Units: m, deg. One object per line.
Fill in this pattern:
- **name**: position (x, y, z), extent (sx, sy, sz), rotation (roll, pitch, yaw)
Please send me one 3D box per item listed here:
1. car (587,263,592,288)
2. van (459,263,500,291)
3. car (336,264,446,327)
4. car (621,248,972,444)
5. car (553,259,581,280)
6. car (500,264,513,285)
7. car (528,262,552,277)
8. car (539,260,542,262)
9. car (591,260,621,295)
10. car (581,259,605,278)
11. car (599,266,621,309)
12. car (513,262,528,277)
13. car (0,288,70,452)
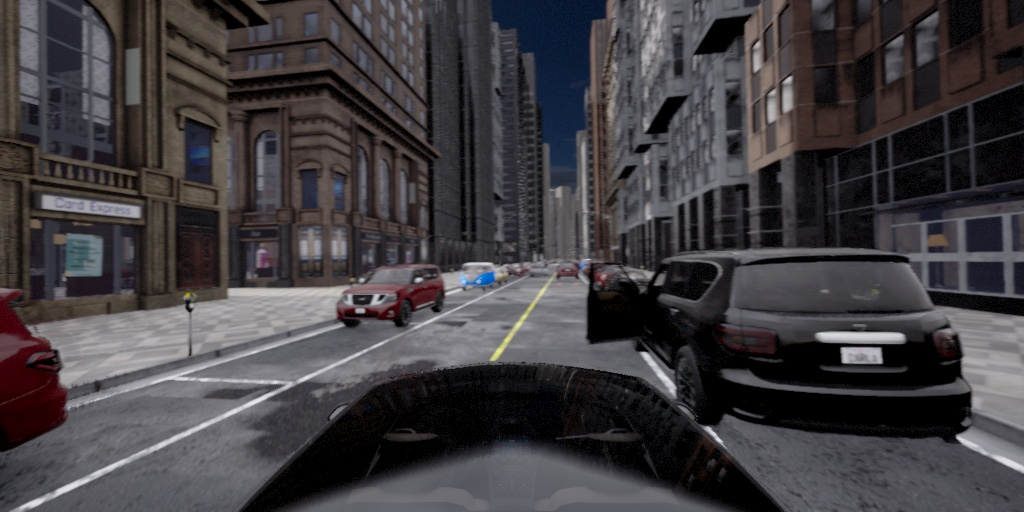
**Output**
- **car**: position (7.089, 1.442, 27.861), extent (1.802, 1.307, 4.207), rotation (0, 0, 9)
- **van**: position (-2.180, 1.333, 23.585), extent (1.690, 1.789, 3.998), rotation (0, 0, 9)
- **car**: position (-3.860, 1.235, 12.509), extent (2.192, 1.841, 5.009), rotation (0, 0, 9)
- **car**: position (3.329, 0.944, 5.653), extent (2.150, 2.045, 5.566), rotation (-1, -1, 9)
- **car**: position (5.412, 1.310, 34.859), extent (2.097, 1.767, 4.553), rotation (-1, -1, 9)
- **car**: position (-1.366, 1.554, 28.955), extent (1.751, 1.417, 4.829), rotation (0, 0, 9)
- **car**: position (3.070, 1.653, 40.203), extent (1.895, 1.301, 4.718), rotation (-1, -1, 9)
- **car**: position (3.698, 1.821, 62.353), extent (1.948, 1.339, 4.313), rotation (0, 0, 9)
- **car**: position (6.249, 1.263, 22.322), extent (1.967, 1.591, 4.097), rotation (0, 0, 9)
- **car**: position (7.929, 1.212, 33.399), extent (2.192, 1.841, 5.009), rotation (0, 0, 9)
- **car**: position (5.409, 1.337, 16.783), extent (2.007, 1.370, 4.403), rotation (0, 0, 9)
- **car**: position (0.339, 1.543, 40.200), extent (1.967, 1.591, 4.097), rotation (0, 0, 9)
- **car**: position (-5.539, 1.166, 1.433), extent (2.192, 1.841, 5.009), rotation (0, 0, 9)
